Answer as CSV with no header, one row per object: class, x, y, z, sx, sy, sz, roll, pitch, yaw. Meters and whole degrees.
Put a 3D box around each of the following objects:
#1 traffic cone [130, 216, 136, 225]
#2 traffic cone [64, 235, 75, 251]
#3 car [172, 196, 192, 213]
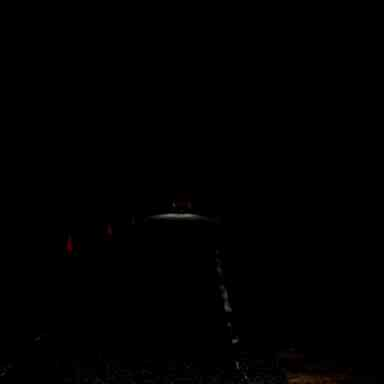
traffic cone,-4.095,1.968,23.023,0.340,0.580,0.340,0,0,5
traffic cone,-4.763,1.960,12.952,0.340,0.580,0.340,0,0,3
car,-1.080,1.376,36.567,2.097,1.767,4.553,0,0,0
